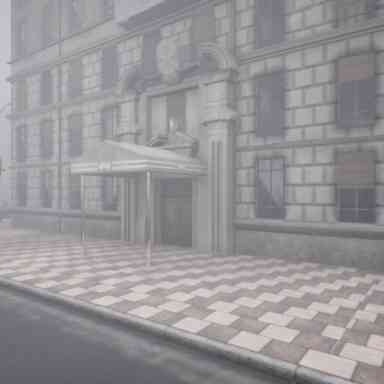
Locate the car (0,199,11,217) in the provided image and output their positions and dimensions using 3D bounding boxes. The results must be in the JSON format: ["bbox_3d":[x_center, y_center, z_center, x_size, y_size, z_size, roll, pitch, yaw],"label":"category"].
[{"bbox_3d":[-16.107,1.624,31.479,1.895,1.301,4.718,0,0,35],"label":"car"}]
